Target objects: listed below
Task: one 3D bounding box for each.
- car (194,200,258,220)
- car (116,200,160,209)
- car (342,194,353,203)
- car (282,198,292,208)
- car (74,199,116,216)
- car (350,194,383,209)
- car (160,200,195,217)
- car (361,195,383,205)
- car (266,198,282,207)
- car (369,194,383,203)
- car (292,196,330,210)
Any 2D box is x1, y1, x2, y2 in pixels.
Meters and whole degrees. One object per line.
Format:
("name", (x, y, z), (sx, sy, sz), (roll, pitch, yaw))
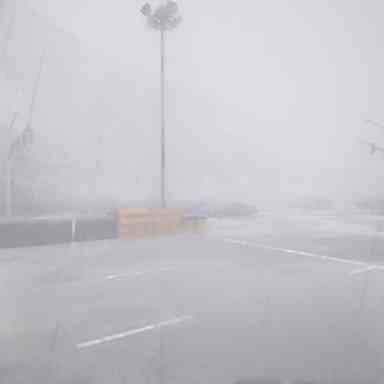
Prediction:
("car", (3.160, 1.491, 27.780), (5.357, 1.411, 2.033), (0, 0, -36))
("car", (-4.010, 1.505, 31.256), (5.357, 1.411, 2.033), (0, 0, -36))
("car", (28.449, 1.123, 58.740), (4.553, 1.767, 2.097), (0, 0, -35))
("car", (14.812, 1.361, 44.732), (4.892, 1.490, 1.837), (0, 0, -36))
("car", (-8.795, 1.465, 32.134), (4.902, 1.511, 2.128), (0, 0, -36))
("car", (22.268, 1.316, 41.462), (5.008, 1.535, 1.882), (0, 0, -36))
("car", (-0.010, 1.440, 29.815), (4.902, 1.511, 2.128), (0, 0, -36))
("car", (30.736, 1.275, 56.083), (4.892, 1.490, 1.837), (0, 0, -35))
("car", (12.757, 1.457, 47.566), (4.718, 1.301, 1.895), (0, 0, -36))
("car", (36.824, 1.252, 64.682), (4.902, 1.511, 2.128), (0, 0, -36))
("car", (14.773, 1.346, 40.401), (5.008, 1.535, 1.882), (0, 0, -36))
